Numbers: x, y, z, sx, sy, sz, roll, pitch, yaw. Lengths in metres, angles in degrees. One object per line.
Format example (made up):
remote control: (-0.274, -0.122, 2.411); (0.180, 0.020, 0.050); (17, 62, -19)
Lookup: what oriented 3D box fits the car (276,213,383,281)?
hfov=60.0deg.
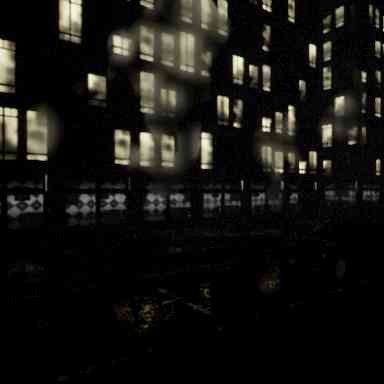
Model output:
car: (4.345, 1.476, 9.656); (4.507, 1.381, 1.887); (-1, 1, -36)
